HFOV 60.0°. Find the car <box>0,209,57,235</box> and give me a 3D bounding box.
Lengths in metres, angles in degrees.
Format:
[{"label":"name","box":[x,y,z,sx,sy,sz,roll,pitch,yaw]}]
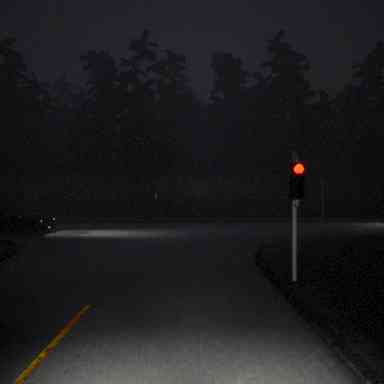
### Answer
[{"label":"car","box":[-9.971,1.601,18.187,4.718,1.301,1.895,0,0,2]}]
